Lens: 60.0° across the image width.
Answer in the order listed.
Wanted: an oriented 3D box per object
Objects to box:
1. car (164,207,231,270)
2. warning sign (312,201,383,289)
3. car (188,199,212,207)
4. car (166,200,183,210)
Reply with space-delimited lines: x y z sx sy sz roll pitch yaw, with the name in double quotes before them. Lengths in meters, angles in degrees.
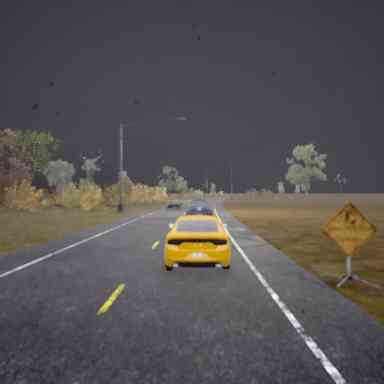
"car" 0.195 1.513 11.245 1.882 1.535 5.008 0 0 1
"warning sign" 3.608 1.141 7.673 1.300 1.860 1.060 0 0 1
"car" 0.703 1.441 29.532 2.097 1.767 4.553 0 0 2
"car" -2.277 1.729 44.683 1.895 1.301 4.718 0 0 3
